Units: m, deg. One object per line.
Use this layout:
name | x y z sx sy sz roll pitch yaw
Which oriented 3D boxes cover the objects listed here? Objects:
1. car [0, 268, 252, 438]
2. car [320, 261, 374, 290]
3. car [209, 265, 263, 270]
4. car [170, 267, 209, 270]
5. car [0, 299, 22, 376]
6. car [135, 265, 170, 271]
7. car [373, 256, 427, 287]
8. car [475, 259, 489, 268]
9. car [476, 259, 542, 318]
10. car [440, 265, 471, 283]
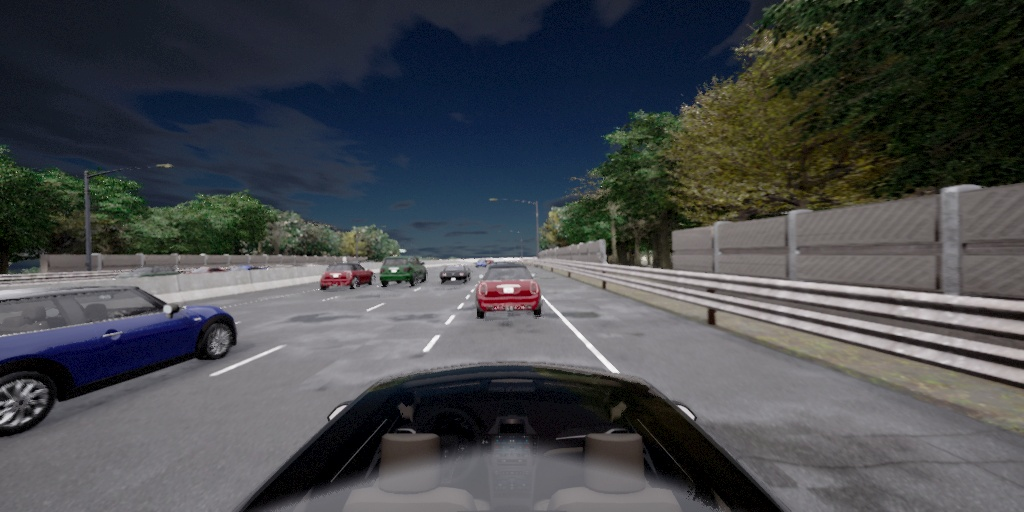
car | -6.945 1.258 5.846 2.097 1.767 4.553 -1 0 -2
car | -11.007 1.256 24.352 2.097 1.767 4.553 -1 0 -2
car | -25.487 1.689 33.997 1.882 1.535 5.008 -1 0 -2
car | -28.981 1.825 33.856 1.812 1.442 4.674 -1 0 -2
car | -10.409 1.560 4.804 1.994 1.385 4.181 -1 0 -2
car | -32.429 1.744 32.011 2.097 1.767 4.553 -1 0 -2
car | -7.539 1.033 25.311 2.150 2.045 5.566 -1 0 -2
car | -5.277 1.322 63.271 2.033 1.411 5.357 -1 -1 -2
car | -0.166 1.055 13.122 2.097 1.767 4.553 -1 0 -2
car | -4.191 1.317 27.344 1.895 1.301 4.718 -1 0 -2
